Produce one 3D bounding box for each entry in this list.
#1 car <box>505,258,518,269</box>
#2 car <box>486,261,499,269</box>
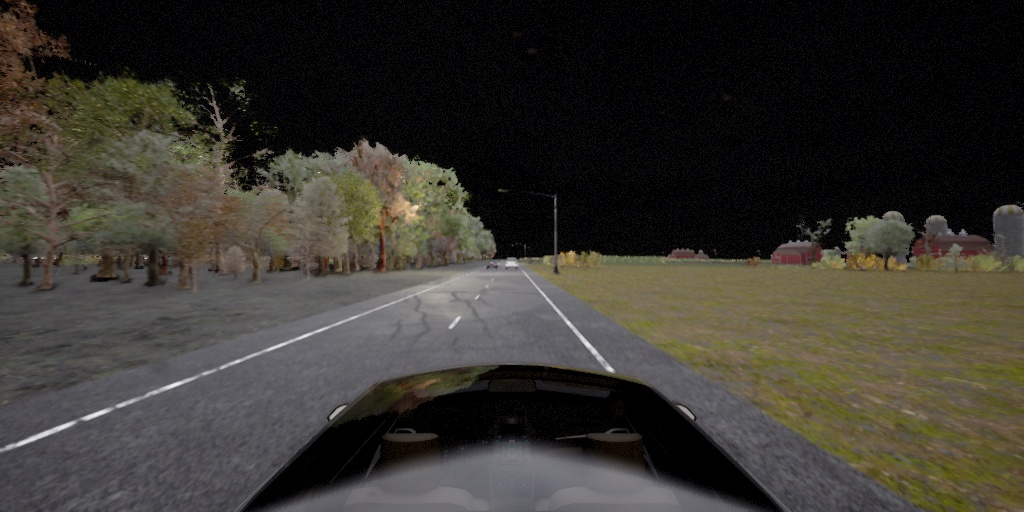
[{"bbox_3d":[-0.083,1.352,64.445,2.150,2.045,5.566,0,0,0],"label":"car"},{"bbox_3d":[-3.584,1.649,64.792,1.812,1.442,4.674,0,0,0],"label":"car"}]
